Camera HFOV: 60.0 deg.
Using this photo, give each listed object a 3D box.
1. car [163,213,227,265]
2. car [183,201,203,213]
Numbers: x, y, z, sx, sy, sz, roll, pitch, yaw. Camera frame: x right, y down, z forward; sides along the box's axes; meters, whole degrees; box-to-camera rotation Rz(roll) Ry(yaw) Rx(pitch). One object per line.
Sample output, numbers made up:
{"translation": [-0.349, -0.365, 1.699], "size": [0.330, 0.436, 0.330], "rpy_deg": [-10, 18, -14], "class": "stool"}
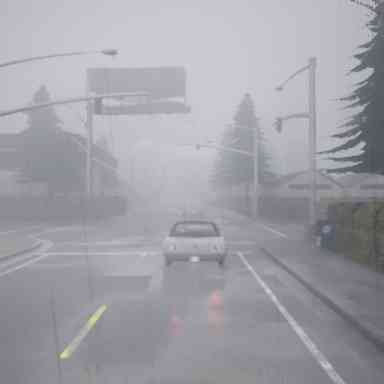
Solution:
{"translation": [0.111, 1.642, 11.743], "size": [1.895, 1.301, 4.718], "rpy_deg": [0, 0, 1], "class": "car"}
{"translation": [0.096, 1.631, 32.765], "size": [1.812, 1.442, 4.674], "rpy_deg": [0, 0, 0], "class": "car"}
